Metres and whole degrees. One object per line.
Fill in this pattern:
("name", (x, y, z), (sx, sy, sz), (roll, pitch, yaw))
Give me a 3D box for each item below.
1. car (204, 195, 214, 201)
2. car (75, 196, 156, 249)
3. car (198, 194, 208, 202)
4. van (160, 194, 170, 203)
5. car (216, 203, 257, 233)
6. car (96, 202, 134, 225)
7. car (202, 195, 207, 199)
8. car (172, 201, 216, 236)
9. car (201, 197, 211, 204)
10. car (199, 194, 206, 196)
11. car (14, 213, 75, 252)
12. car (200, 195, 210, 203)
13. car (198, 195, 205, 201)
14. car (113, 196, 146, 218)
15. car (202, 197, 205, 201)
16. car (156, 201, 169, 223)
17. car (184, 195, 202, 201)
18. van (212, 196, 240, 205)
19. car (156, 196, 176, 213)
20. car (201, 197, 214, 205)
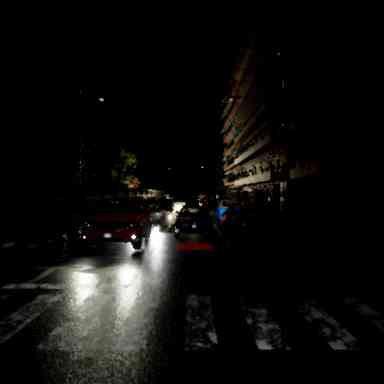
("car", (2.692, 1.461, 36.543), (1.967, 1.590, 4.097), (0, 0, 0))
("car", (-3.089, 1.226, 14.833), (2.150, 2.045, 5.566), (0, 0, -1))
("car", (2.689, 1.415, 81.583), (2.192, 1.841, 5.009), (0, 0, 0))
("van", (-5.690, 1.414, 70.322), (1.690, 1.788, 3.998), (0, 0, 0))
("car", (2.692, 1.552, 19.651), (1.887, 1.381, 4.507), (0, 0, 0))
("car", (-5.688, 1.536, 25.113), (1.752, 1.417, 4.829), (0, 0, 0))
("car", (2.691, 1.580, 47.803), (1.887, 1.381, 4.507), (0, 0, 0))
("car", (0.097, 1.483, 18.341), (1.882, 1.535, 5.008), (0, 0, 0))
("car", (2.690, 1.607, 64.693), (1.887, 1.381, 4.507), (0, 0, 0))
("car", (2.692, 1.358, 53.433), (2.192, 1.841, 5.009), (0, 0, 0))
("car", (-5.688, 1.570, 14.021), (1.947, 1.339, 4.313), (0, 0, 0))
("car", (2.690, 1.513, 70.323), (1.967, 1.590, 4.097), (0, 0, 0))
("car", (2.689, 1.570, 92.843), (1.967, 1.590, 4.097), (0, 0, 0))
("car", (-5.688, 1.331, 30.912), (2.192, 1.841, 5.009), (0, 0, 0))
("car", (2.691, 1.579, 42.173), (2.008, 1.369, 4.403), (0, 0, 0))
("car", (-3.080, 1.611, 25.112), (1.895, 1.301, 4.718), (0, 0, 0))
("car", (0.012, 1.508, 44.209), (1.882, 1.535, 5.008), (0, 0, 0))
("van", (2.693, 1.352, 25.282), (1.690, 1.788, 3.998), (0, 0, 0))
("car", (-3.069, 1.500, 37.545), (1.882, 1.535, 5.008), (0, 0, 0))
("car", (2.690, 1.603, 59.063), (2.008, 1.369, 4.403), (0, 0, 0))
